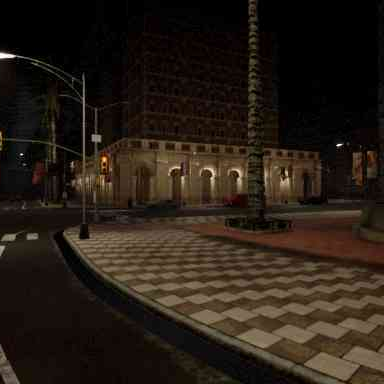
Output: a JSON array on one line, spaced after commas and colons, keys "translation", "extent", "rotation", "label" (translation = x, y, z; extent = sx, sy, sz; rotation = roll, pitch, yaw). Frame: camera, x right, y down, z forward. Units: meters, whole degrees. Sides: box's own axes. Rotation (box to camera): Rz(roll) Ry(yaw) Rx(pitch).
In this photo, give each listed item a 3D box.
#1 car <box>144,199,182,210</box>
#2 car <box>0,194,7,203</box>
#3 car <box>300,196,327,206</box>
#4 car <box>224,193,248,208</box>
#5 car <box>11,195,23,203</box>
[{"translation": [-3.735, 1.601, 42.855], "extent": [4.718, 1.301, 1.895], "rotation": [0, 0, -26], "label": "car"}, {"translation": [-41.659, 1.355, 71.554], "extent": [2.097, 1.767, 4.553], "rotation": [0, 0, -26], "label": "car"}, {"translation": [19.885, 1.478, 54.425], "extent": [5.008, 1.535, 1.882], "rotation": [0, 0, -26], "label": "car"}, {"translation": [7.333, 1.219, 48.269], "extent": [5.566, 2.045, 2.150], "rotation": [0, 0, -26], "label": "car"}, {"translation": [-37.964, 1.595, 71.943], "extent": [1.895, 1.301, 4.718], "rotation": [0, 0, -26], "label": "car"}]
